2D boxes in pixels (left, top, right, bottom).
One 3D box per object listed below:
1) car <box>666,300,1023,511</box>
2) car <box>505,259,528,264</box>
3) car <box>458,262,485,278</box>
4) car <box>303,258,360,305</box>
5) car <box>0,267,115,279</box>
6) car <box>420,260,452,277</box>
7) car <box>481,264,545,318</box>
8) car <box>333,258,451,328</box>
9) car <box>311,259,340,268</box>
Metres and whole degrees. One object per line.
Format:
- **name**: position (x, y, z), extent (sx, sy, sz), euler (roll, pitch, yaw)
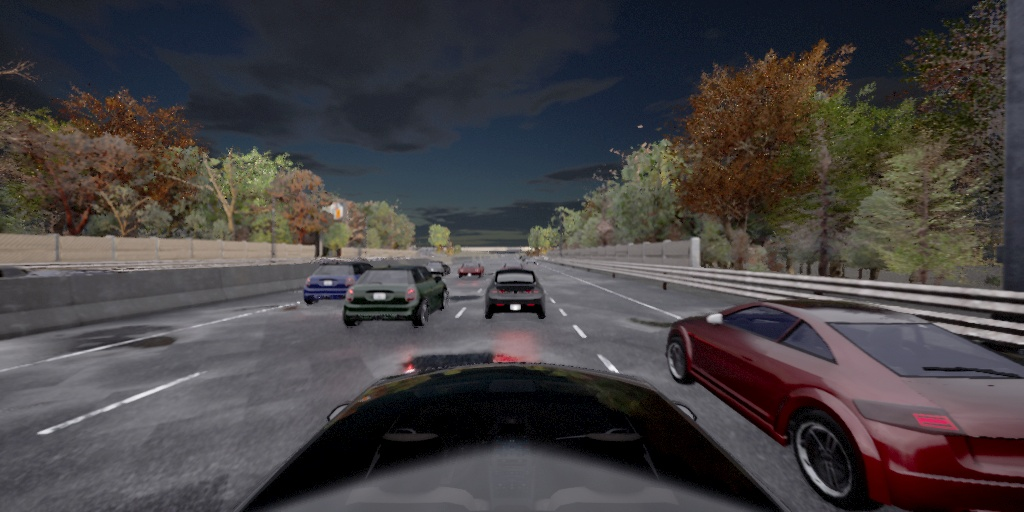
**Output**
- **car**: position (3.480, 1.205, 4.254), extent (1.994, 1.385, 4.181), euler (0, 0, 2)
- **car**: position (0.100, 1.187, 30.903), extent (1.895, 1.301, 4.718), euler (0, 0, 0)
- **car**: position (-3.400, 1.187, 30.915), extent (1.895, 1.301, 4.718), euler (0, 0, 0)
- **car**: position (-6.901, 1.021, 15.573), extent (2.097, 1.767, 4.553), euler (0, 0, 0)
- **car**: position (-17.601, 1.224, 14.120), extent (2.033, 1.411, 5.357), euler (0, 0, 0)
- **car**: position (-6.900, 1.139, 32.978), extent (1.994, 1.385, 4.181), euler (0, 0, 0)
- **car**: position (0.099, 1.191, 12.602), extent (1.837, 1.490, 4.892), euler (0, 0, 0)
- **car**: position (-3.402, 1.045, 11.339), extent (2.097, 1.767, 4.553), euler (0, 0, 0)
- **car**: position (-28.045, 1.066, 54.091), extent (1.895, 1.301, 4.718), euler (0, 0, 1)
